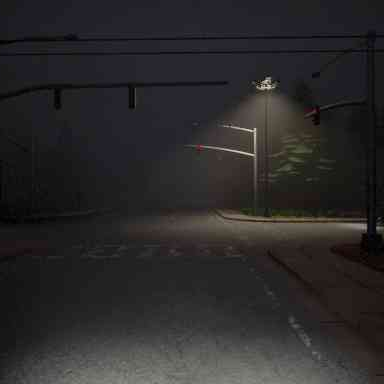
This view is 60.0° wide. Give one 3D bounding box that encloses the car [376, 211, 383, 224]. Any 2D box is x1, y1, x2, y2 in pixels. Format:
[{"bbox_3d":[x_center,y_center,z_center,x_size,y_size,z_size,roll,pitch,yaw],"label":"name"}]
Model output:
[{"bbox_3d":[14.896,1.513,22.121,4.892,1.490,1.837,0,0,1],"label":"car"}]
